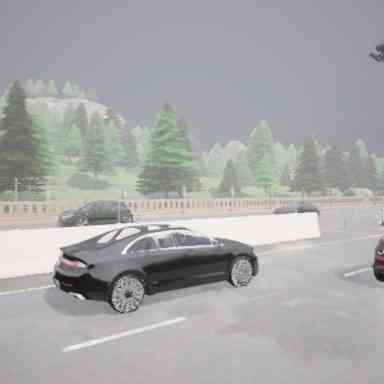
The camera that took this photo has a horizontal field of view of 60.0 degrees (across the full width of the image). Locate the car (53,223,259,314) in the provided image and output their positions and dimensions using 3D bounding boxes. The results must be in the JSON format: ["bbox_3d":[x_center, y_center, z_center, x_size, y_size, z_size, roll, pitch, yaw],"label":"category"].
[{"bbox_3d":[-0.550,1.492,7.653,4.902,1.511,2.128,0,0,-35],"label":"car"}]

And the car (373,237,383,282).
[{"bbox_3d":[6.644,1.352,8.486,4.553,1.767,2.097,0,0,-36],"label":"car"}]

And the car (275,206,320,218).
[{"bbox_3d":[8.674,1.526,27.413,4.674,1.442,1.812,0,0,-36],"label":"car"}]

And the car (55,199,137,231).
[{"bbox_3d":[-6.066,1.352,21.162,4.553,1.767,2.097,0,0,-36],"label":"car"}]
